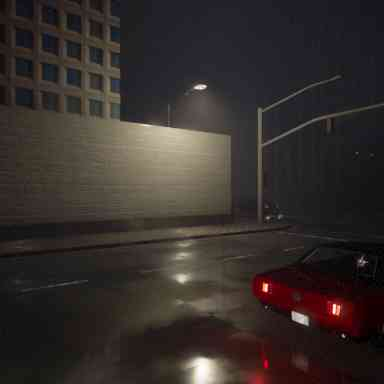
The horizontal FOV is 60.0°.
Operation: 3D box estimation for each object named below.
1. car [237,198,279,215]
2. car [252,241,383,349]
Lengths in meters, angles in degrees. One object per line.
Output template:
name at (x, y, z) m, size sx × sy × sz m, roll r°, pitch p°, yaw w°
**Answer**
car at (6.848, 1.407, 34.698) m, size 2.097 × 1.767 × 4.553 m, roll 0°, pitch 0°, yaw -35°
car at (3.440, 1.601, 6.238) m, size 4.718 × 1.301 × 1.895 m, roll 0°, pitch 0°, yaw -35°
